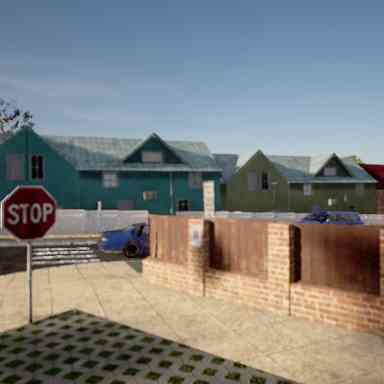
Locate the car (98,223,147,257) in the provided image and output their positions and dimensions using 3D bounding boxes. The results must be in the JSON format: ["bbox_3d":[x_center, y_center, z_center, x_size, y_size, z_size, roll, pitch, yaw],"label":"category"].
[{"bbox_3d":[-1.501,2.107,15.159,5.357,1.411,2.033,2,-2,-18],"label":"car"}]

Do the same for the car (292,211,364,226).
[{"bbox_3d":[8.718,2.275,21.821,5.566,2.045,2.150,2,-2,-22],"label":"car"}]
